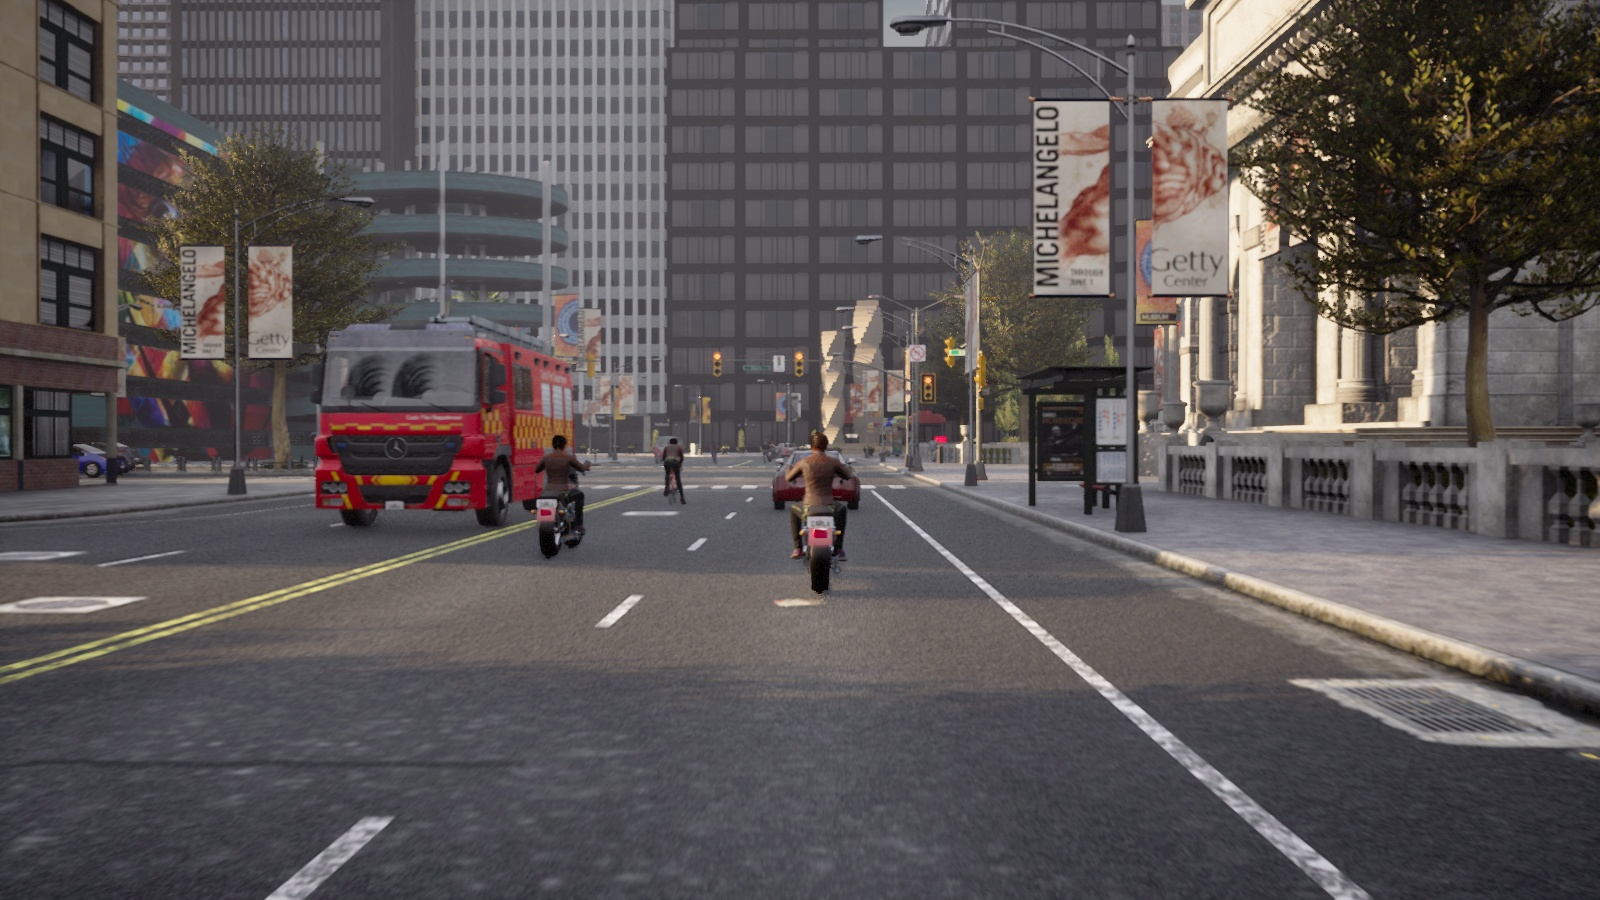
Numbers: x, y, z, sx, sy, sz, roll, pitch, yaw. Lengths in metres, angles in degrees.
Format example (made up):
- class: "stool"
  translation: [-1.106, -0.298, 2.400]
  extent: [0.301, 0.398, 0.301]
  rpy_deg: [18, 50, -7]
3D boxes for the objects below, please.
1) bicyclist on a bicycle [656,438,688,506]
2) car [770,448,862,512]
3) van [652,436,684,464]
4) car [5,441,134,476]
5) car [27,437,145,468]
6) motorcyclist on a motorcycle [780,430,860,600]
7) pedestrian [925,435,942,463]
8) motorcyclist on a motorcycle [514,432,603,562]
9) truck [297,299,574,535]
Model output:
- class: "bicyclist on a bicycle"
  translation: [-3.118, 0.527, 30.649]
  extent: [0.582, 1.620, 1.656]
  rpy_deg: [0, 0, 1]
- class: "car"
  translation: [0.367, 0.648, 29.340]
  extent: [1.994, 1.385, 4.181]
  rpy_deg: [0, 0, 1]
- class: "van"
  translation: [-9.405, -0.011, 89.956]
  extent: [1.775, 1.987, 4.442]
  rpy_deg: [0, 1, 0]
- class: "car"
  translation: [-32.011, 0.361, 55.104]
  extent: [4.514, 1.525, 2.007]
  rpy_deg: [0, 0, 0]
- class: "car"
  translation: [-37.830, 0.124, 66.602]
  extent: [5.027, 1.651, 2.152]
  rpy_deg: [0, 0, 0]
- class: "motorcyclist on a motorcycle"
  translation: [0.194, 0.623, 13.329]
  extent: [0.766, 1.649, 2.350]
  rpy_deg: [0, 0, 0]
- class: "pedestrian"
  translation: [8.924, -0.054, 83.874]
  extent: [0.874, 1.855, 0.900]
  rpy_deg: [0, 0, 22]
- class: "motorcyclist on a motorcycle"
  translation: [-3.257, 0.599, 17.172]
  extent: [0.766, 1.649, 2.350]
  rpy_deg: [0, 0, 0]
- class: "truck"
  translation: [-6.689, -0.561, 24.677]
  extent: [2.891, 3.827, 8.468]
  rpy_deg: [0, 0, 1]
